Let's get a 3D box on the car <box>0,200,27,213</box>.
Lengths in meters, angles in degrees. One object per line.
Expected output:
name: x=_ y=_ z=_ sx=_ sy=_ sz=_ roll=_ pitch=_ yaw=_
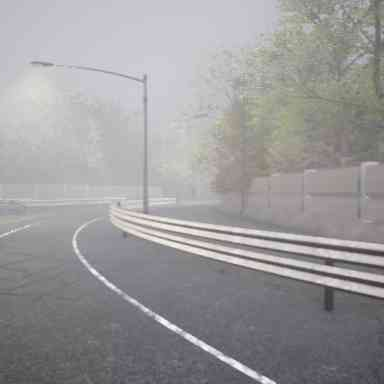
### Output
car: x=-19.032 y=1.507 z=33.665 sx=4.181 sy=1.385 sz=1.994 roll=0 pitch=0 yaw=-45
